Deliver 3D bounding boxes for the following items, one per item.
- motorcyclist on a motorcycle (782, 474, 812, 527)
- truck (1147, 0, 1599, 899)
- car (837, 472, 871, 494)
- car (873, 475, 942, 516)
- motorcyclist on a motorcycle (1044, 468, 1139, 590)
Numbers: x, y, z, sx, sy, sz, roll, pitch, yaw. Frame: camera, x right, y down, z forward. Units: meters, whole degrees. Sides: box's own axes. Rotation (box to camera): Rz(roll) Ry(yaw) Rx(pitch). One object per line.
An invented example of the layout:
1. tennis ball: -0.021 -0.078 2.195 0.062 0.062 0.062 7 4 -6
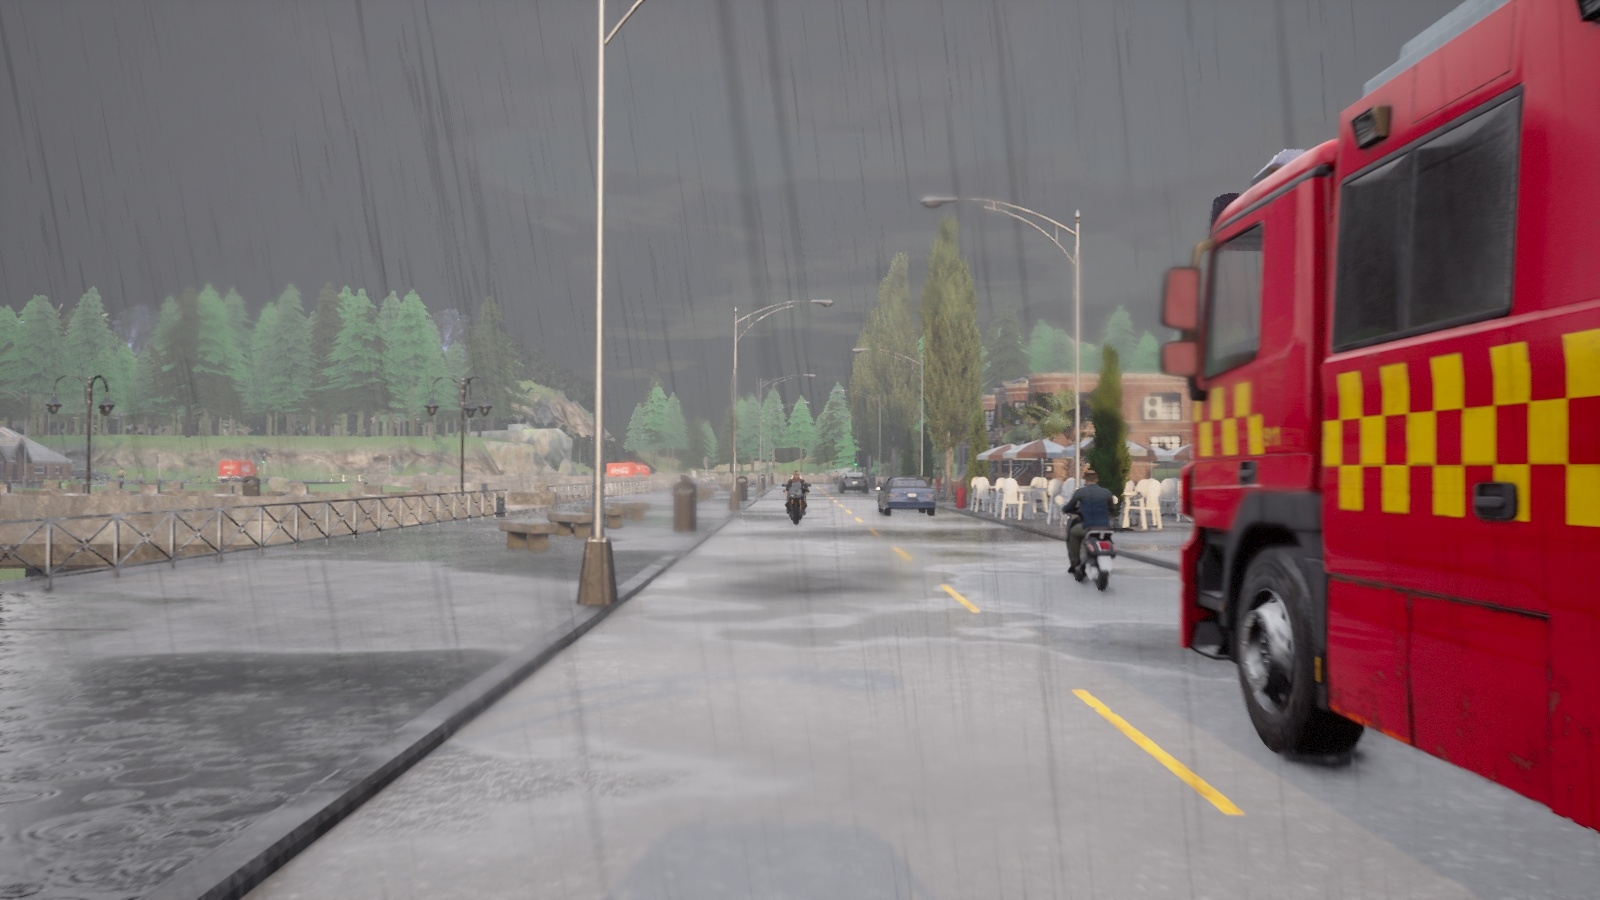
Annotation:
1. motorcyclist on a motorcycle: -0.096 1.472 37.179 0.866 1.530 2.191 0 -1 0
2. truck: 3.983 -0.285 4.858 2.891 3.827 8.468 0 -1 0
3. car: 3.771 2.286 88.788 2.163 1.488 4.792 0 -1 0
4. car: 3.880 1.619 46.142 2.033 1.411 5.357 0 -1 0
5. motorcyclist on a motorcycle: 3.954 1.040 17.205 0.866 1.590 1.817 0 -1 0
